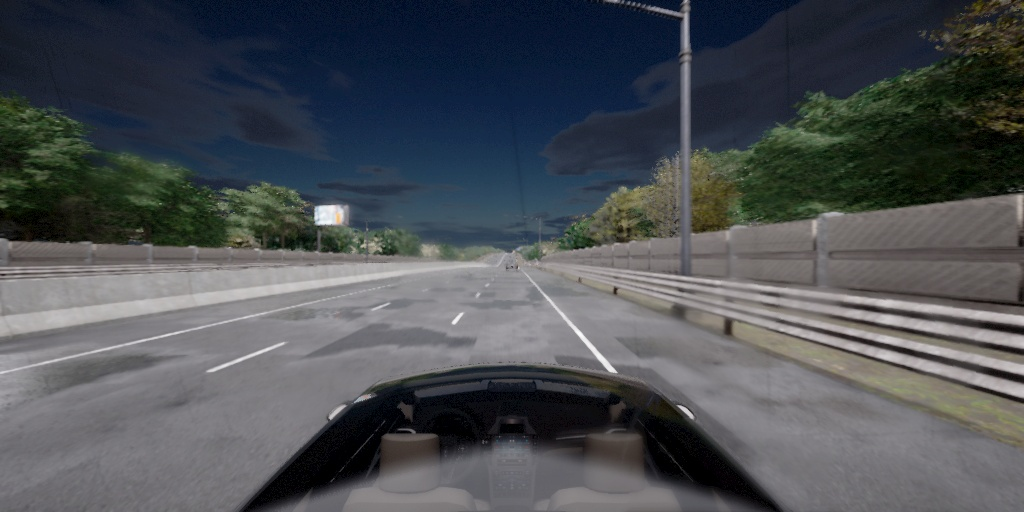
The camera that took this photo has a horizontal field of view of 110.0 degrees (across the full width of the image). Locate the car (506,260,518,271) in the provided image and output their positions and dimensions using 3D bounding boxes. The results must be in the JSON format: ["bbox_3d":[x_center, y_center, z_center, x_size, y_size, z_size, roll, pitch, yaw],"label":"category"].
[{"bbox_3d":[-0.027,1.484,57.057,2.033,1.649,4.856,0,-1,0],"label":"car"}]
